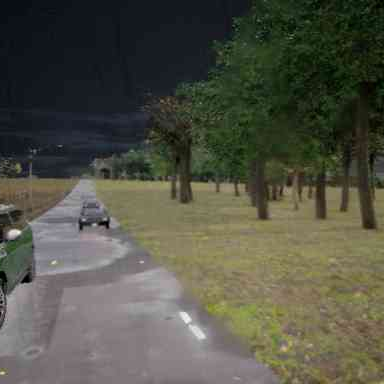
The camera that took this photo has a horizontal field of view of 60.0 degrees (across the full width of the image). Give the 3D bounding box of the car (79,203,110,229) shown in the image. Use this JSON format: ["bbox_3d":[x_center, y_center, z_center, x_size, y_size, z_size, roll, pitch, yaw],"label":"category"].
[{"bbox_3d":[-6.618,1.706,22.480,1.895,1.301,4.718,-1,0,-17],"label":"car"}]

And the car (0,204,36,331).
[{"bbox_3d":[-4.715,1.317,6.889,2.150,2.045,5.566,-1,0,-17],"label":"car"}]

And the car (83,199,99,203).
[{"bbox_3d":[-11.914,1.491,39.440,1.895,1.301,4.718,-1,1,-17],"label":"car"}]
